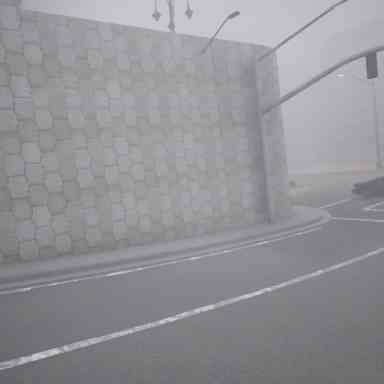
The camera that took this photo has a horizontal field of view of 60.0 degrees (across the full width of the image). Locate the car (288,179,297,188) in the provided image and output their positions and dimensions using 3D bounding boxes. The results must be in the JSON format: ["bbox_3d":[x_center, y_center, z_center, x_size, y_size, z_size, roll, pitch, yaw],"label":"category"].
[{"bbox_3d":[7.715,-0.915,33.082,2.033,1.411,5.357,-10,6,-35],"label":"car"}]

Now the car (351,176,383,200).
[{"bbox_3d":[12.174,-0.307,19.677,2.033,1.411,5.357,-9,5,-23],"label":"car"}]
